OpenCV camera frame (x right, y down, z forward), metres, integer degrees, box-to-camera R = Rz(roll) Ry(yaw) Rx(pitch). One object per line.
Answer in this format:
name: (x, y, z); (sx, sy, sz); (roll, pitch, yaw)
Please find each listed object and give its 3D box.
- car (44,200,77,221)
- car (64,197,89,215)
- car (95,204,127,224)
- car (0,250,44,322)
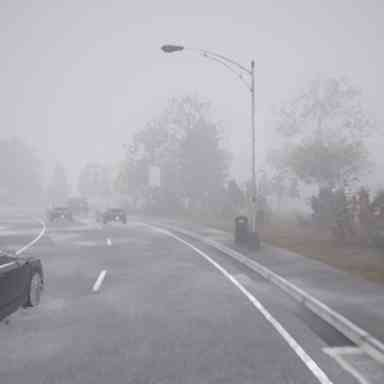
car: (-12.072, 1.777, 30.064); (1.837, 1.490, 4.892); (1, 0, -30)
car: (-13.988, 1.594, 39.028); (2.150, 2.045, 5.566); (1, -1, -39)
car: (-6.766, 1.780, 27.627); (1.837, 1.490, 4.892); (1, -1, -26)
car: (-3.898, 1.548, 5.147); (2.128, 1.511, 4.902); (0, -1, -6)
